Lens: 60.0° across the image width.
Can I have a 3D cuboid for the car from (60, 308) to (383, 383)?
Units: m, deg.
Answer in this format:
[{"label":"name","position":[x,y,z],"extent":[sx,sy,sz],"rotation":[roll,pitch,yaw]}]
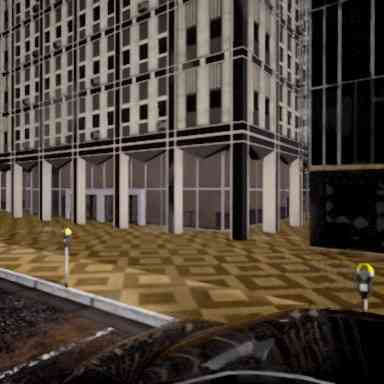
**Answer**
[{"label":"car","position":[0.869,1.563,2.258],"extent":[4.313,1.339,1.947],"rotation":[0,0,36]}]
